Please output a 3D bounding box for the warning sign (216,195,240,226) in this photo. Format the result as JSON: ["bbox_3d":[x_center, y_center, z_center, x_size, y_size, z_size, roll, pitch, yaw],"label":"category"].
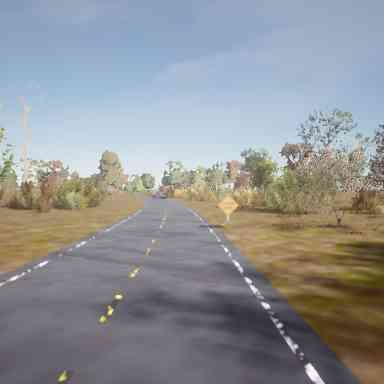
[{"bbox_3d":[2.220,1.099,20.456,1.300,1.860,1.060,0,0,-2],"label":"warning sign"}]

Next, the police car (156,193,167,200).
[{"bbox_3d":[-8.417,1.480,95.267,1.930,1.638,5.238,0,0,-11],"label":"police car"}]
